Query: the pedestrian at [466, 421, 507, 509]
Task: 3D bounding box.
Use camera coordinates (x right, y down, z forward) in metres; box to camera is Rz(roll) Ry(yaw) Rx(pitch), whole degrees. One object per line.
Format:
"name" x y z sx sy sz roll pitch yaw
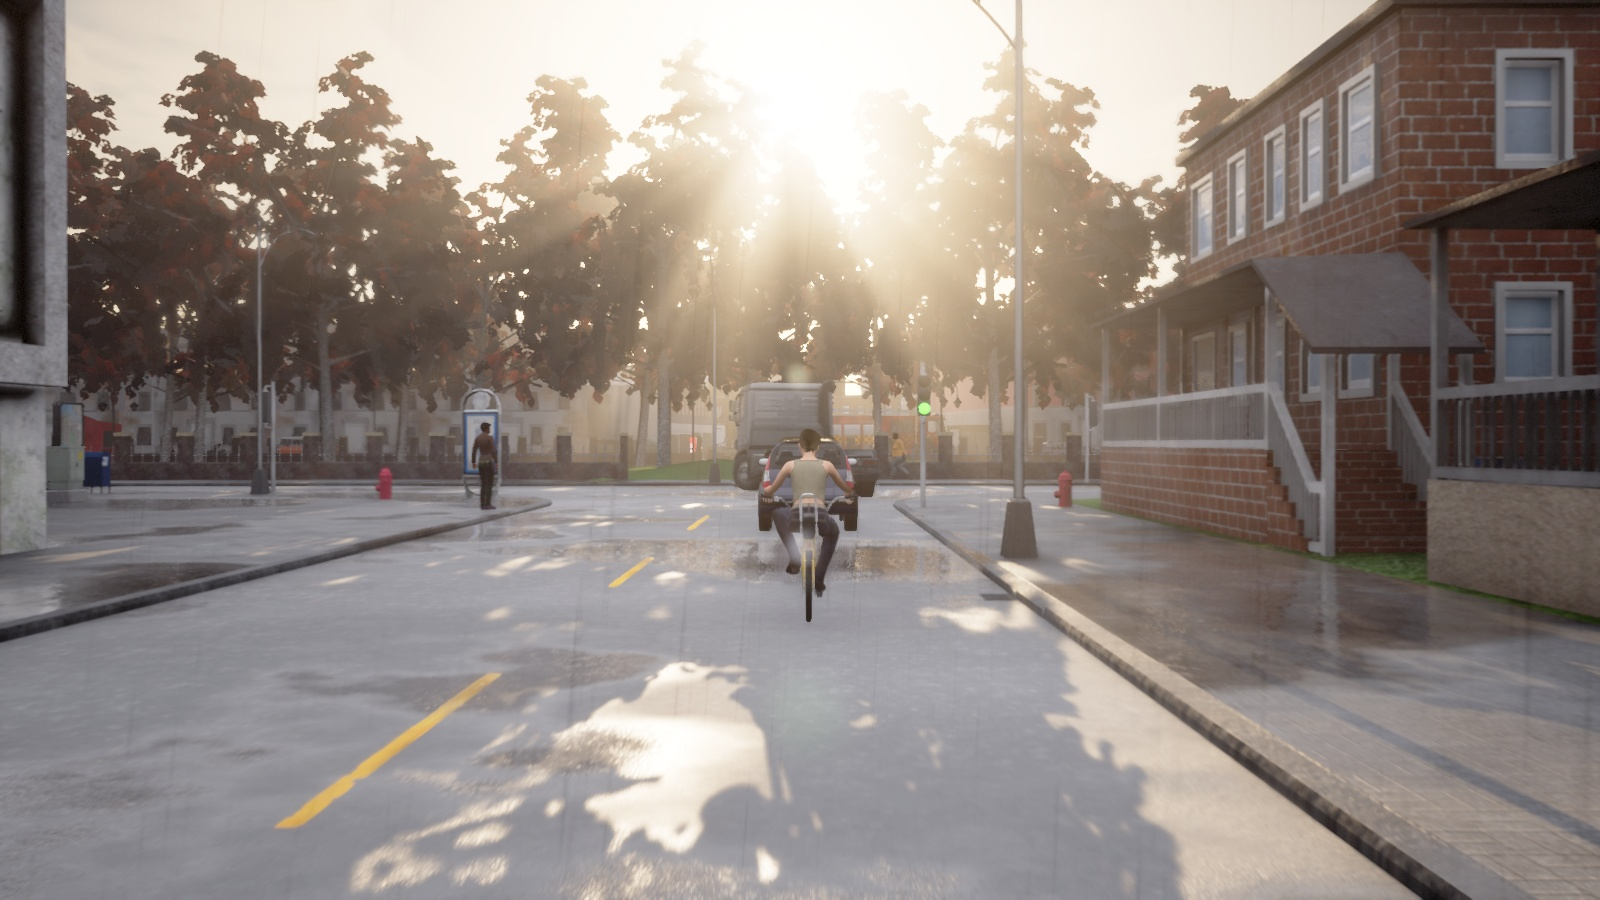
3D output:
"pedestrian" -6.515 0.304 26.100 0.328 1.805 0.869 0 0 30

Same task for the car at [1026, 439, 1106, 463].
"car" 18.286 0.052 86.523 5.027 1.651 2.152 0 0 0

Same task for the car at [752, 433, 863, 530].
"car" 0.143 0.515 22.934 1.851 1.617 3.988 0 0 0

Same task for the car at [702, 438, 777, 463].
"car" -4.139 0.034 86.632 5.027 1.651 2.152 0 0 1

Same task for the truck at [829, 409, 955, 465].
"truck" 6.250 -0.901 86.575 8.468 3.827 2.891 0 0 0

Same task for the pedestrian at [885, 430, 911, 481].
"pedestrian" 3.637 0.196 46.649 0.900 1.855 0.874 0 0 0

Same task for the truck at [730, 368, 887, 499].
"truck" 0.031 -0.446 37.204 2.891 3.462 7.936 0 0 -13

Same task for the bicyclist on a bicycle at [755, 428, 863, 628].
"bicyclist on a bicycle" 0.076 0.622 10.857 0.866 1.612 1.509 0 0 0

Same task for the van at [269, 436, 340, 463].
"van" -35.757 -0.041 90.749 4.442 1.987 1.775 0 0 0
